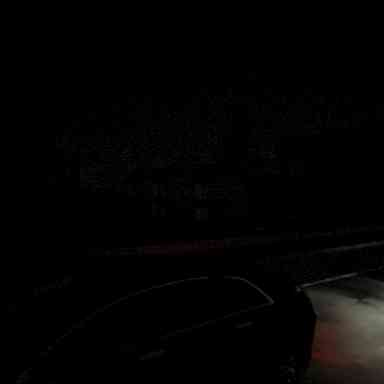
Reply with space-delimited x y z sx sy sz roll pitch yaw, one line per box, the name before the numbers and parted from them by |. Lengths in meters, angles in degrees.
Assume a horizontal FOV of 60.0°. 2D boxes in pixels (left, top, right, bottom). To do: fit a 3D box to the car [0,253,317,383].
car | -0.758 1.495 3.369 4.892 1.490 1.837 0 0 -34
